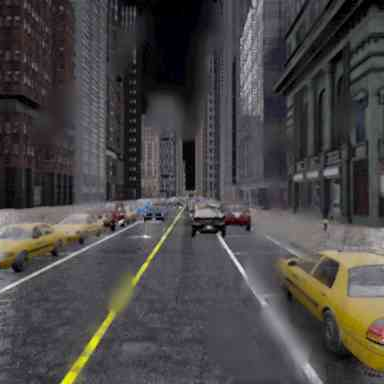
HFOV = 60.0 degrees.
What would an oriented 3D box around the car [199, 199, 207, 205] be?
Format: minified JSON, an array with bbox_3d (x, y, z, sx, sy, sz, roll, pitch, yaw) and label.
[{"bbox_3d":[2.752,2.502,84.740,1.887,1.381,4.507,0,-1,0],"label":"car"}]

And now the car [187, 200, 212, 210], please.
[{"bbox_3d":[0.776,1.801,29.579,1.882,1.535,5.008,0,-1,-2],"label":"car"}]

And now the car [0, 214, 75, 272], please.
[{"bbox_3d":[-5.766,1.647,11.240,1.752,1.417,4.829,0,-1,0],"label":"car"}]

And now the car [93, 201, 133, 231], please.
[{"bbox_3d":[-5.768,1.561,22.693,2.192,1.841,5.009,0,-1,0],"label":"car"}]

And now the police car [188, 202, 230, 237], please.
[{"bbox_3d":[0.885,1.639,19.719,1.930,1.638,5.238,0,-1,0],"label":"police car"}]

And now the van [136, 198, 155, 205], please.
[{"bbox_3d":[-5.769,1.776,39.614,1.690,1.788,3.998,0,-1,0],"label":"van"}]

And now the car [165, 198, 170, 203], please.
[{"bbox_3d":[-5.772,2.010,62.176,2.192,1.841,5.009,0,-1,0],"label":"car"}]

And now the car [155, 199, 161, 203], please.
[{"bbox_3d":[-5.769,2.050,45.252,2.008,1.369,4.403,0,-1,0],"label":"car"}]

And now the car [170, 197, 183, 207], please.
[{"bbox_3d":[-3.006,2.358,69.878,1.895,1.301,4.718,0,-1,0],"label":"car"}]

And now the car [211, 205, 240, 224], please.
[{"bbox_3d":[2.758,1.859,28.339,2.008,1.369,4.403,0,-1,0],"label":"car"}]

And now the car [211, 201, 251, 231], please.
[{"bbox_3d":[2.757,1.561,22.701,2.192,1.841,5.009,0,-1,0],"label":"car"}]

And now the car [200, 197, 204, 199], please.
[{"bbox_3d":[2.754,2.070,56.540,1.967,1.590,4.097,0,-1,0],"label":"car"}]

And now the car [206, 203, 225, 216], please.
[{"bbox_3d":[2.756,1.986,39.619,2.008,1.369,4.403,0,-1,0],"label":"car"}]

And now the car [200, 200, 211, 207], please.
[{"bbox_3d":[2.754,2.327,67.819,1.947,1.339,4.313,0,-1,0],"label":"car"}]

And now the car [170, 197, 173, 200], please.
[{"bbox_3d":[-5.772,2.458,79.094,1.947,1.339,4.313,0,-1,0],"label":"car"}]

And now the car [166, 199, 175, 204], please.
[{"bbox_3d":[-5.773,2.574,90.375,2.008,1.369,4.403,0,-1,0],"label":"car"}]

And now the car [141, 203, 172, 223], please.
[{"bbox_3d":[-3.102,1.920,29.263,1.895,1.301,4.718,0,-1,0],"label":"car"}]

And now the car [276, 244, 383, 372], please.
[{"bbox_3d":[2.759,1.590,5.949,1.752,1.417,4.829,0,-1,0],"label":"car"}]

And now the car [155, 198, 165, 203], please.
[{"bbox_3d":[-5.771,1.879,50.895,2.192,1.841,5.009,0,-1,0],"label":"car"}]

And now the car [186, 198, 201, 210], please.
[{"bbox_3d":[-0.004,2.094,54.172,2.128,1.511,4.902,0,-1,0],"label":"car"}]

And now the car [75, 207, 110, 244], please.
[{"bbox_3d":[-5.767,1.708,16.881,1.752,1.417,4.829,0,-1,0],"label":"car"}]

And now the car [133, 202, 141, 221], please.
[{"bbox_3d":[-5.768,1.832,28.162,1.752,1.417,4.829,0,-1,0],"label":"car"}]
